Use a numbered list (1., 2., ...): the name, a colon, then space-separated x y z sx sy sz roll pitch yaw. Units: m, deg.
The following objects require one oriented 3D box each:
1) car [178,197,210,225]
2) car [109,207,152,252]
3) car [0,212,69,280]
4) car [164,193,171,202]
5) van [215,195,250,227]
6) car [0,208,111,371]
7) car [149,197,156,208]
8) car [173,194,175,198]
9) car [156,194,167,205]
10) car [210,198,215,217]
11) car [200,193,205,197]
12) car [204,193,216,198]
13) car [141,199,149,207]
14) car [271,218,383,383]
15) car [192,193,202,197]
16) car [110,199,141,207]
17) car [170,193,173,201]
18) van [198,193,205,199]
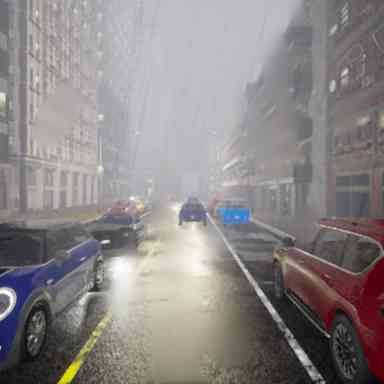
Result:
1. car: 0.060 1.412 23.576 1.882 1.535 5.008 0 0 0
2. car: -2.997 1.526 13.577 1.994 1.385 4.181 0 0 0
3. car: -5.689 1.495 10.558 1.752 1.417 4.829 0 0 0
4. car: -5.678 1.415 66.237 1.802 1.307 4.206 0 0 0
5. van: 2.693 1.280 21.829 1.690 1.788 3.998 0 0 0
6. car: -3.085 1.335 5.838 2.097 1.767 4.553 0 0 0
7. car: -5.684 1.448 38.483 2.008 1.369 4.403 0 0 0
8. car: -5.676 1.125 77.339 2.192 1.841 5.009 0 0 0
9. car: -5.681 1.409 55.135 2.008 1.369 4.403 0 0 0
10. car: 2.695 1.476 27.380 2.008 1.369 4.403 0 0 0
11. car: 2.705 1.113 82.889 2.192 1.841 5.009 0 0 0
12. car: 2.695 1.226 32.930 2.192 1.841 5.009 0 0 0
13. car: -5.685 1.437 32.761 1.752 1.417 4.829 0 0 0
14. car: 2.690 1.300 5.176 2.192 1.841 5.009 0 0 0
15. car: 0.106 1.357 46.085 1.882 1.535 5.008 0 0 0
16. car: -5.686 1.365 27.380 1.967 1.590 4.097 0 0 0
17. car: -5.678 1.261 71.788 1.967 1.590 4.097 0 0 0
18. van: 2.707 1.118 93.991 1.690 1.788 3.998 0 0 0
